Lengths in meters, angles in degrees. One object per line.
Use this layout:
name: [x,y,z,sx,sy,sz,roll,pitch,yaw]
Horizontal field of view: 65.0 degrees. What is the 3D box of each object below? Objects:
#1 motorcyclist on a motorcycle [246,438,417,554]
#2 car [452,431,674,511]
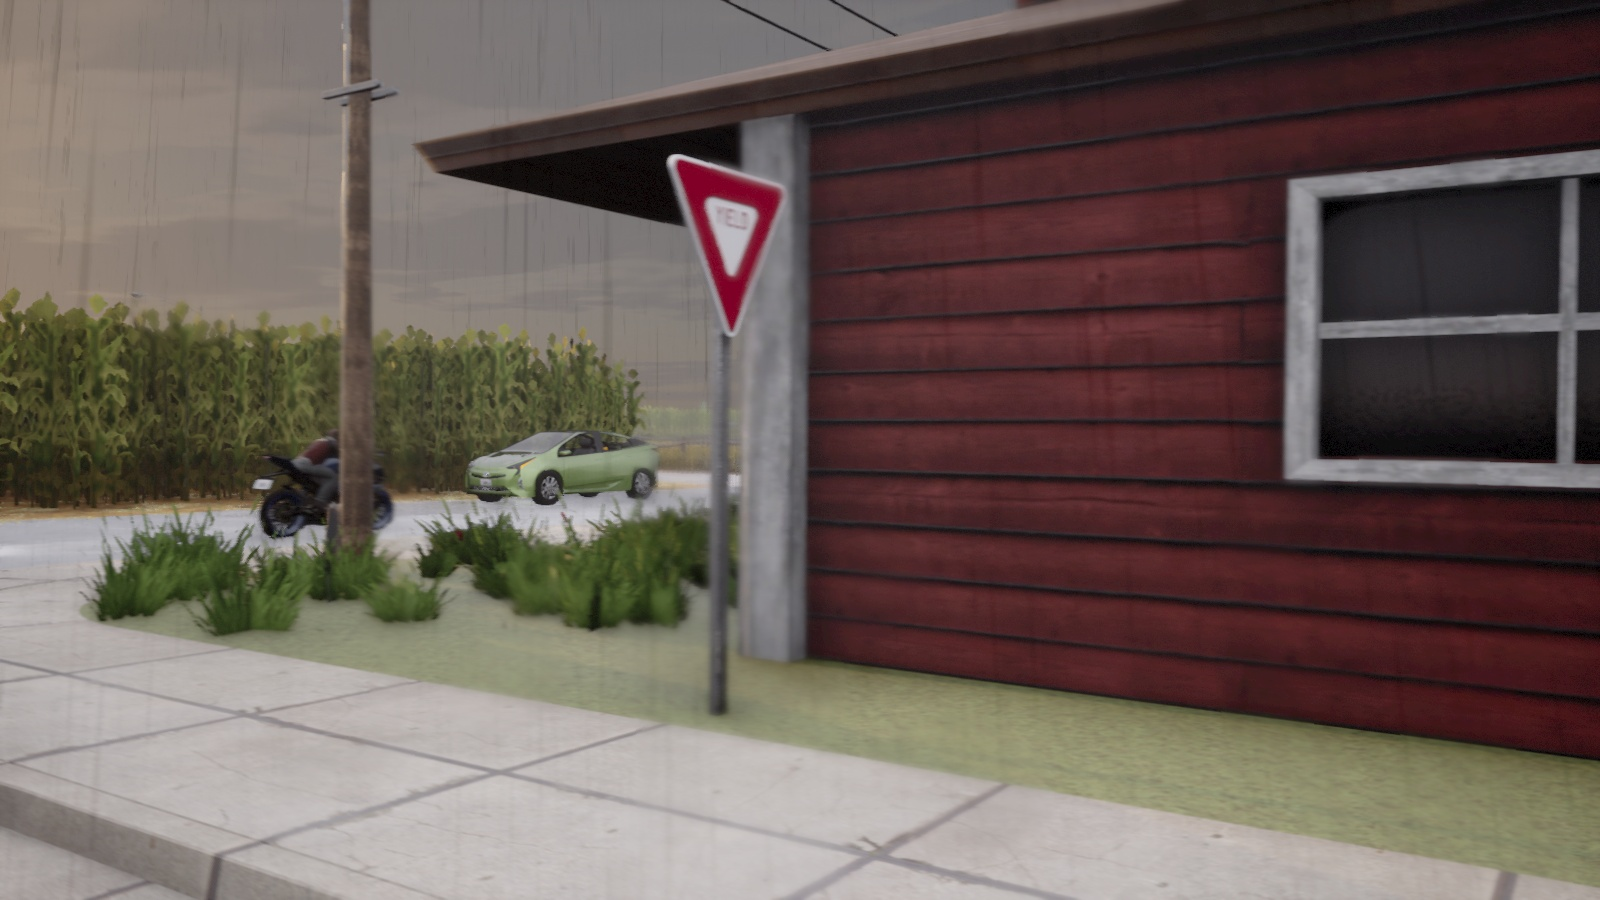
motorcyclist on a motorcycle: [-6.629,0.604,17.908,0.866,1.530,2.191,0,1,32]
car: [-4.906,0.380,26.638,2.007,1.525,4.514,0,1,35]
